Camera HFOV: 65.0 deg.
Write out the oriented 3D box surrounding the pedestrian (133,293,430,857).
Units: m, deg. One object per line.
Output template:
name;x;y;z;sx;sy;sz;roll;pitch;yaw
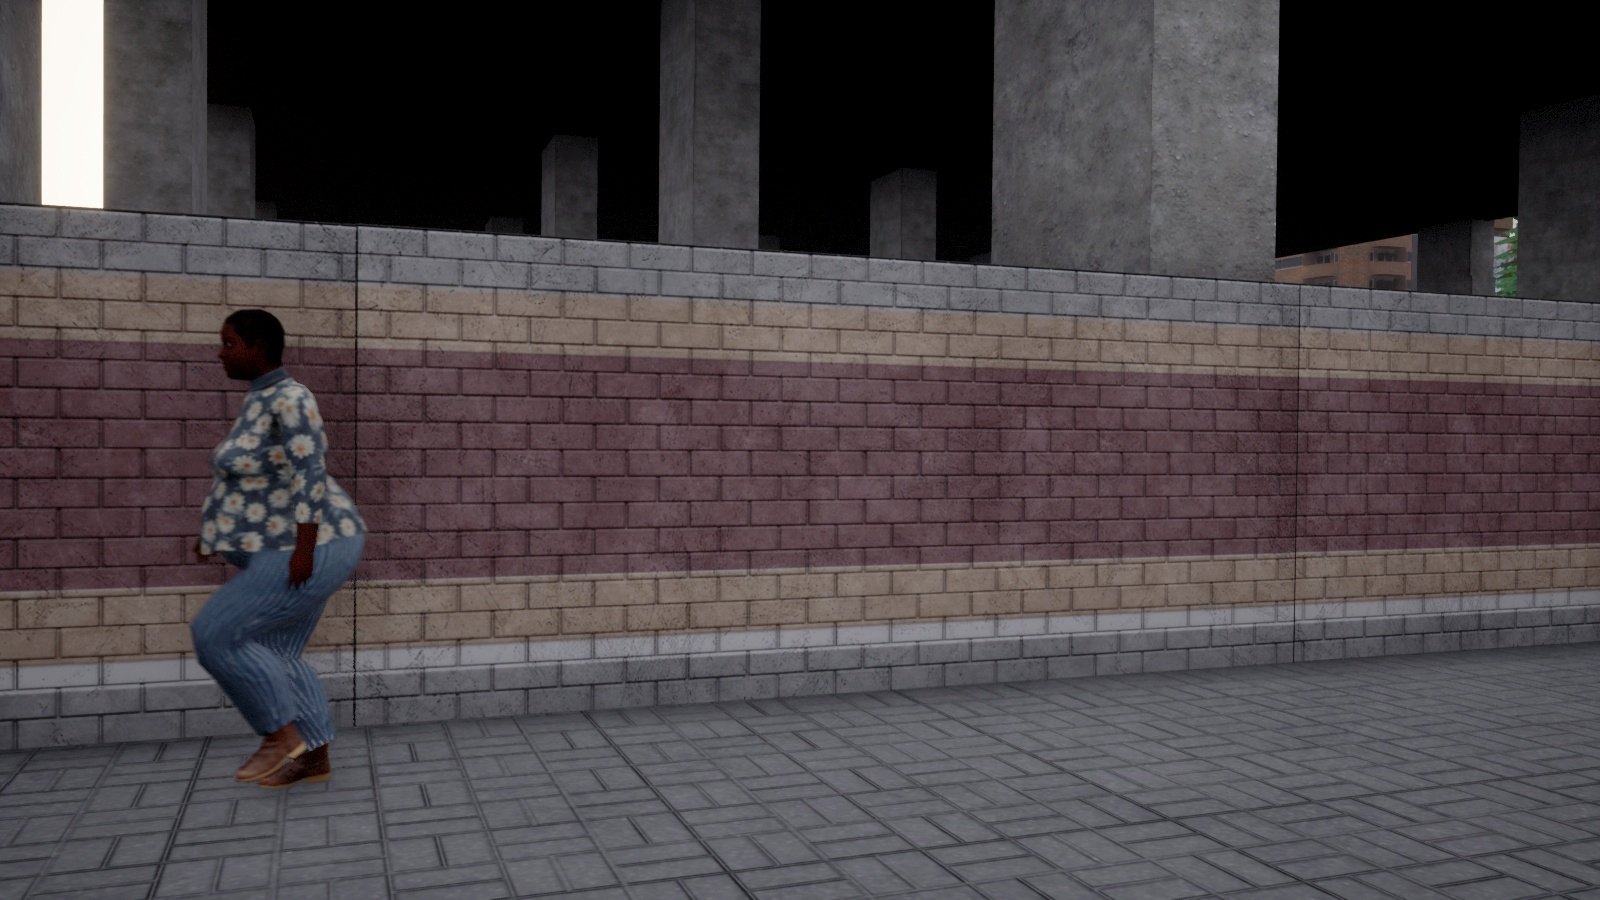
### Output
pedestrian;-1.967;0.401;4.726;0.900;1.855;0.874;-1;1;-30
